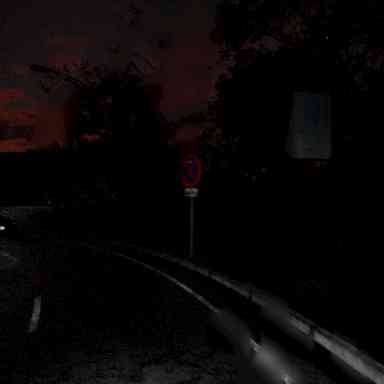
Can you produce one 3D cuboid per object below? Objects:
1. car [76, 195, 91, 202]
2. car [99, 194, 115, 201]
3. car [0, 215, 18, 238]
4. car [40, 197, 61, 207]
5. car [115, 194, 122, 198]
[{"bbox_3d":[-23.980,1.411,73.666,1.882,1.535,5.008,-1,1,2],"label":"car"},{"bbox_3d":[-20.529,1.288,79.048,1.837,1.490,4.892,-1,1,2],"label":"car"},{"bbox_3d":[-11.446,1.861,18.180,4.181,1.385,1.994,-1,-1,32],"label":"car"},{"bbox_3d":[-24.577,1.685,57.898,1.882,1.535,5.008,-1,1,3],"label":"car"},{"bbox_3d":[-20.136,1.052,89.492,1.895,1.301,4.718,-1,1,2],"label":"car"}]
